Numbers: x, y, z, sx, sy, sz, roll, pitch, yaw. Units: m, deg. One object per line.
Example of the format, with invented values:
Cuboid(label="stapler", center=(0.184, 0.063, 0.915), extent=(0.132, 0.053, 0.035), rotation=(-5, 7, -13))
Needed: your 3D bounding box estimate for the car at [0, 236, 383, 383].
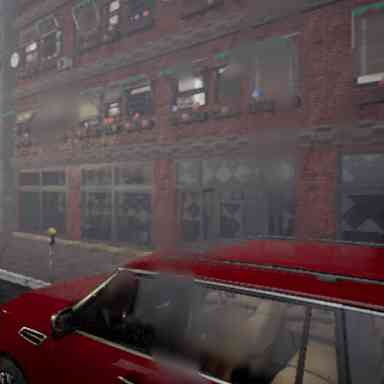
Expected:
Cuboid(label="car", center=(0.300, 1.312, 2.659), extent=(5.009, 1.841, 2.192), rotation=(0, 0, 36))
